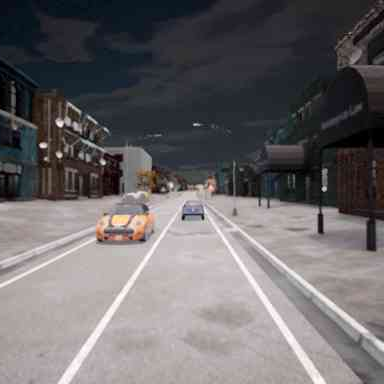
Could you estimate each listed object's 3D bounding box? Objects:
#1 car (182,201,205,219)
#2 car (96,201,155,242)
[{"bbox_3d":[0.094,1.441,27.958,2.033,1.411,5.357,0,0,0],"label":"car"},{"bbox_3d":[-3.004,1.287,15.805,2.097,1.767,4.553,0,0,0],"label":"car"}]
